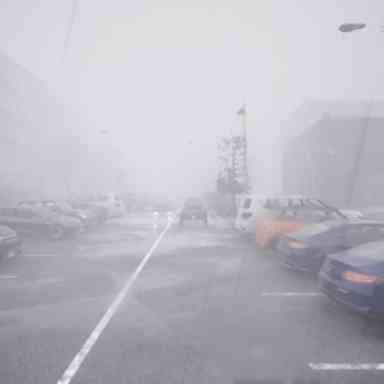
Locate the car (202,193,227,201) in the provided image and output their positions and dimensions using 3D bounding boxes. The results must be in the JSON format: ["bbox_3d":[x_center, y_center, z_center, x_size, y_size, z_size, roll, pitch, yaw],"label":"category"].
[{"bbox_3d":[4.861,1.025,71.742,5.366,1.575,1.946,0,0,0],"label":"car"}]

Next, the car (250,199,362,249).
[{"bbox_3d":[4.648,1.279,11.868,4.553,1.767,2.185,0,0,0],"label":"car"}]

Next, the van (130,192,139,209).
[{"bbox_3d":[-7.769,1.049,32.491,4.442,1.987,1.878,0,0,0],"label":"van"}]

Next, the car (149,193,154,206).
[{"bbox_3d":[-7.647,1.223,40.748,5.008,1.535,2.097,0,0,0],"label":"car"}]

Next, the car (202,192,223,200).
[{"bbox_3d":[4.644,0.884,74.660,4.553,1.767,2.185,0,0,0],"label":"car"}]

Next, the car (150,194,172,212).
[{"bbox_3d":[-3.097,1.300,35.725,1.812,1.442,4.674,0,0,0],"label":"car"}]

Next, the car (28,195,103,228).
[{"bbox_3d":[-7.682,1.237,18.524,4.553,1.767,2.185,0,0,0],"label":"car"}]

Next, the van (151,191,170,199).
[{"bbox_3d":[-7.772,0.800,82.751,4.442,1.987,1.878,0,0,0],"label":"van"}]

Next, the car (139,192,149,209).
[{"bbox_3d":[-7.683,1.114,38.078,4.553,1.767,2.185,0,0,0],"label":"car"}]

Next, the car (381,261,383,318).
[{"bbox_3d":[4.709,1.490,2.929,4.792,1.488,2.163,0,0,0],"label":"car"}]

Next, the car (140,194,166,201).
[{"bbox_3d":[-7.684,1.094,66.016,4.792,1.488,2.163,0,0,0],"label":"car"}]

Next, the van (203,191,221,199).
[{"bbox_3d":[4.792,0.777,80.226,4.442,1.987,1.878,0,0,0],"label":"van"}]

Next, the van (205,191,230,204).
[{"bbox_3d":[4.793,0.907,55.120,4.442,1.987,1.878,0,0,0],"label":"van"}]

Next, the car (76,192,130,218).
[{"bbox_3d":[-7.679,1.076,24.109,5.566,2.045,2.435,0,0,0],"label":"car"}]

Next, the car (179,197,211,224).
[{"bbox_3d":[0.099,1.344,23.588,2.128,1.511,4.902,0,1,0],"label":"car"}]

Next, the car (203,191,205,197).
[{"bbox_3d":[4.705,0.864,57.911,5.566,2.045,2.435,0,0,0],"label":"car"}]

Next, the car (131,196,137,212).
[{"bbox_3d":[-7.680,1.322,29.697,4.792,1.488,2.163,0,0,0],"label":"car"}]

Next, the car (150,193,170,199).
[{"bbox_3d":[-7.685,1.031,79.963,4.792,1.488,2.163,0,0,0],"label":"car"}]

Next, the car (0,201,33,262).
[{"bbox_3d":[-7.682,1.291,10.018,4.553,1.767,2.185,0,0,0],"label":"car"}]

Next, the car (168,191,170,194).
[{"bbox_3d":[-7.625,1.059,71.603,4.792,1.488,2.163,0,0,0],"label":"car"}]

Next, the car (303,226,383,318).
[{"bbox_3d":[4.677,1.482,5.868,4.674,1.452,2.002,0,0,0],"label":"car"}]

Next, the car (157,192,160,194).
[{"bbox_3d":[-7.647,1.171,49.254,4.892,1.521,2.231,0,0,0],"label":"car"}]

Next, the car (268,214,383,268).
[{"bbox_3d":[4.677,1.463,8.931,4.674,1.452,2.002,0,0,0],"label":"car"}]

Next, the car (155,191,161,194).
[{"bbox_3d":[-7.621,1.026,52.045,4.553,1.767,2.185,0,0,0],"label":"car"}]

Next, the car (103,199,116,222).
[{"bbox_3d":[-7.680,1.375,21.319,4.792,1.488,2.163,0,0,0],"label":"car"}]

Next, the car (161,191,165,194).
[{"bbox_3d":[-7.839,1.114,57.635,5.366,1.575,1.946,0,0,0],"label":"car"}]

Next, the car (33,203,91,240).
[{"bbox_3d":[-7.620,1.410,15.729,4.792,1.488,2.163,0,0,0],"label":"car"}]

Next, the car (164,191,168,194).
[{"bbox_3d":[-7.840,1.079,63.222,5.366,1.575,1.946,0,0,0],"label":"car"}]

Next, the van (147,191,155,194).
[{"bbox_3d":[-7.536,0.979,43.666,4.442,1.987,1.878,0,0,0],"label":"van"}]

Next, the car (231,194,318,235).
[{"bbox_3d":[4.708,1.136,14.680,5.566,2.045,2.435,0,0,0],"label":"car"}]

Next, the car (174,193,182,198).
[{"bbox_3d":[-3.005,0.855,76.823,1.882,1.535,5.008,0,0,0],"label":"car"}]

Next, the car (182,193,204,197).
[{"bbox_3d":[0.097,1.230,41.608,2.128,1.511,4.902,0,0,0],"label":"car"}]

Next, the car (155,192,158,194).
[{"bbox_3d":[-7.659,1.188,46.460,4.892,1.521,2.231,0,0,0],"label":"car"}]
